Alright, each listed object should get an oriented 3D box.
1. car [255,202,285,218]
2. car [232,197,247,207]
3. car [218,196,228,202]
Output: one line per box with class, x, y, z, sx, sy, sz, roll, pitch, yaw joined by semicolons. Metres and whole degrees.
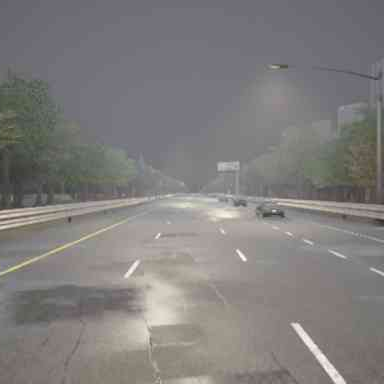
car;7.047;1.589;30.470;1.994;1.385;4.181;0;0;0
car;7.132;1.547;50.583;1.837;1.490;4.892;0;0;0
car;7.324;1.614;78.435;1.994;1.385;4.181;0;0;0
